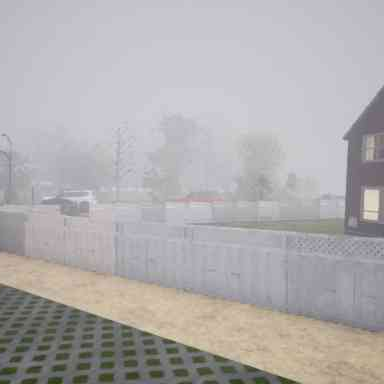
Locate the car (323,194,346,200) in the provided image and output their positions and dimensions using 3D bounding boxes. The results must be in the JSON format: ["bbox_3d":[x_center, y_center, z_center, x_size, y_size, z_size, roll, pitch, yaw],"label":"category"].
[{"bbox_3d":[20.087,1.107,42.846,5.357,1.411,2.033,0,2,-19],"label":"car"}]

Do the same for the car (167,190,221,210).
[{"bbox_3d":[0.478,0.875,36.377,5.566,2.045,2.150,-1,2,-18],"label":"car"}]

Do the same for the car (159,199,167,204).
[{"bbox_3d":[-1.413,1.035,39.178,5.008,1.535,1.882,-1,2,-18],"label":"car"}]

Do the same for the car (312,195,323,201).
[{"bbox_3d":[18.760,0.978,45.830,4.674,1.442,1.812,0,2,-18],"label":"car"}]

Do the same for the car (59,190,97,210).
[{"bbox_3d":[-13.001,0.866,35.295,5.566,2.045,2.150,0,2,-18],"label":"car"}]

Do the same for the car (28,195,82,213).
[{"bbox_3d":[-13.297,1.289,31.790,4.674,1.442,1.812,0,2,-17],"label":"car"}]
